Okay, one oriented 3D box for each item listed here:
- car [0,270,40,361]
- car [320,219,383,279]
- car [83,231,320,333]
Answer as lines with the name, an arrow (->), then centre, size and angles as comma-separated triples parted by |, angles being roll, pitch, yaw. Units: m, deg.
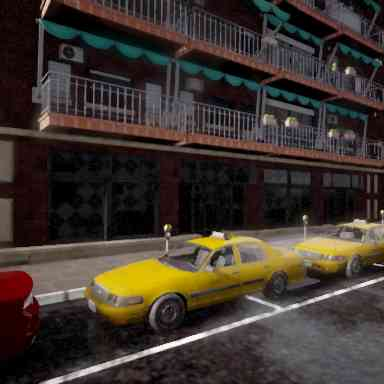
car -> -4.128, 1.542, 3.600 | 4.507, 1.381, 1.887 | 0, 1, -35
car -> 4.951, 1.527, 10.076 | 4.829, 1.417, 1.752 | 0, 1, -35
car -> 0.342, 1.525, 6.788 | 4.829, 1.417, 1.752 | 0, 1, -35
